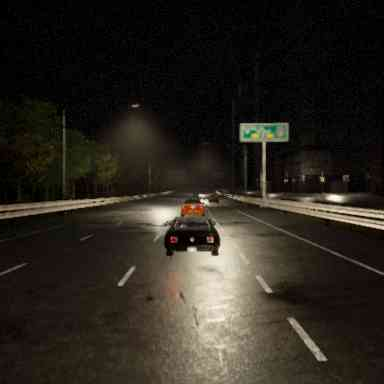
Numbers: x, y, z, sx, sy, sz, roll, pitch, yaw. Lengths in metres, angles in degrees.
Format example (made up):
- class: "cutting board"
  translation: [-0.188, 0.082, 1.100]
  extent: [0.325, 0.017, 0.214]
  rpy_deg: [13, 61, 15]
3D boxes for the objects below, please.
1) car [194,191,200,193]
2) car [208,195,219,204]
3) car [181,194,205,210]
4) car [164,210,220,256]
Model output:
- class: "car"
  translation: [0.929, 1.192, 94.744]
  extent: [1.994, 1.385, 4.181]
  rpy_deg: [0, 1, 1]
- class: "car"
  translation: [4.003, 1.401, 62.596]
  extent: [1.837, 1.490, 4.892]
  rpy_deg: [0, 0, 1]
- class: "car"
  translation: [0.096, 1.351, 30.782]
  extent: [2.097, 1.767, 4.553]
  rpy_deg: [0, 0, 0]
- class: "car"
  translation: [0.016, 1.610, 13.180]
  extent: [1.895, 1.301, 4.718]
  rpy_deg: [0, 0, 0]
